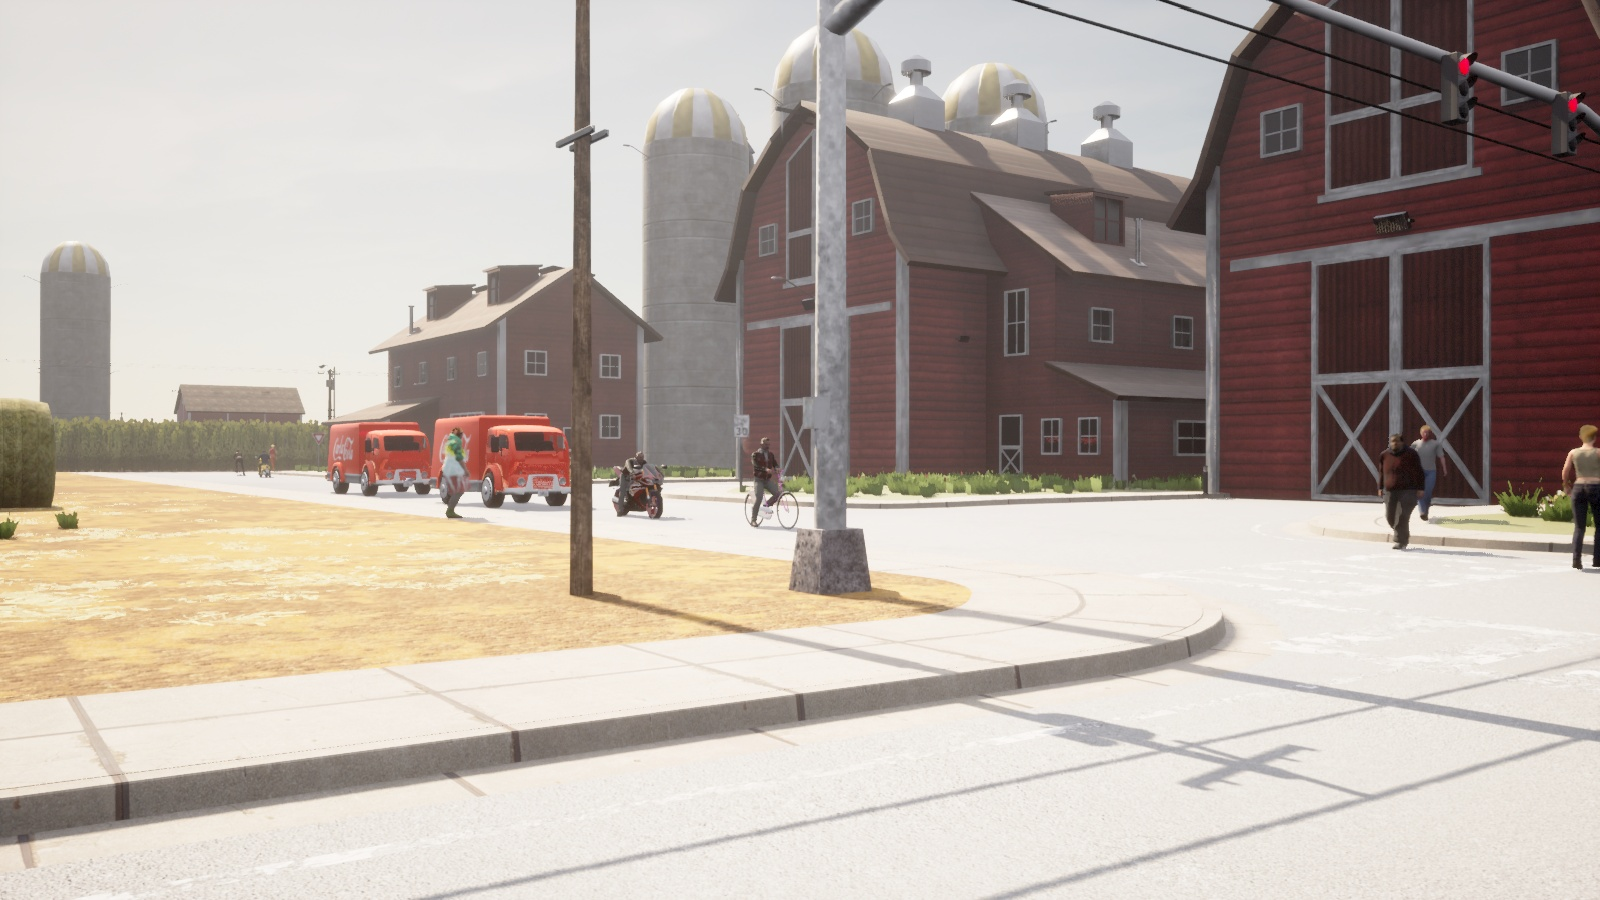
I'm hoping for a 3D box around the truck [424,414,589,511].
[{"bbox_3d":[-8.225,0.334,34.843,2.627,2.467,5.204,0,0,-36],"label":"truck"}]

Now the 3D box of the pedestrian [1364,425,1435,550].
[{"bbox_3d":[9.087,0.547,19.033,0.899,1.844,0.634,0,0,-39],"label":"pedestrian"}]

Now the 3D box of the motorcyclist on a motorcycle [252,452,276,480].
[{"bbox_3d":[-30.675,0.912,71.864,0.866,1.590,1.817,0,0,-36],"label":"motorcyclist on a motorcycle"}]

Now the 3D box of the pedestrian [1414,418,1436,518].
[{"bbox_3d":[11.717,0.332,23.529,0.354,1.836,0.706,0,0,27],"label":"pedestrian"}]

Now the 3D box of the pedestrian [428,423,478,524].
[{"bbox_3d":[-6.857,0.455,24.786,0.873,1.952,0.659,0,0,-23],"label":"pedestrian"}]

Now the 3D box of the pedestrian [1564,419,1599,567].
[{"bbox_3d":[9.978,0.538,15.881,0.594,1.836,0.345,0,0,-39],"label":"pedestrian"}]

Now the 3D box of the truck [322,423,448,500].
[{"bbox_3d":[-14.410,0.349,43.388,2.627,2.467,5.204,-1,1,-36],"label":"truck"}]

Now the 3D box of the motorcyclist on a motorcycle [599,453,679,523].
[{"bbox_3d":[-3.680,0.831,28.562,0.866,1.530,2.191,0,0,-36],"label":"motorcyclist on a motorcycle"}]

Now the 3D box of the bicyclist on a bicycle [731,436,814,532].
[{"bbox_3d":[-0.547,0.644,24.227,0.659,1.776,1.843,0,-1,-36],"label":"bicyclist on a bicycle"}]
